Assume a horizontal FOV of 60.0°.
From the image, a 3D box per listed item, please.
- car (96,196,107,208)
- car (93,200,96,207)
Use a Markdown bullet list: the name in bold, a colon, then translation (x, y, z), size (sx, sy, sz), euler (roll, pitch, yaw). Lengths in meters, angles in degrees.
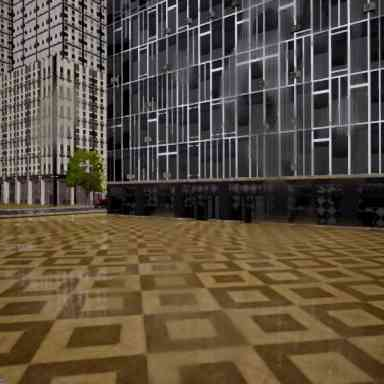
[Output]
- **car**: translation (-11.900, 1.765, 51.053), size (1.895, 1.301, 4.718), euler (0, 0, 35)
- **car**: translation (-13.459, 1.492, 53.387), size (2.192, 1.841, 5.009), euler (-1, -1, 35)
